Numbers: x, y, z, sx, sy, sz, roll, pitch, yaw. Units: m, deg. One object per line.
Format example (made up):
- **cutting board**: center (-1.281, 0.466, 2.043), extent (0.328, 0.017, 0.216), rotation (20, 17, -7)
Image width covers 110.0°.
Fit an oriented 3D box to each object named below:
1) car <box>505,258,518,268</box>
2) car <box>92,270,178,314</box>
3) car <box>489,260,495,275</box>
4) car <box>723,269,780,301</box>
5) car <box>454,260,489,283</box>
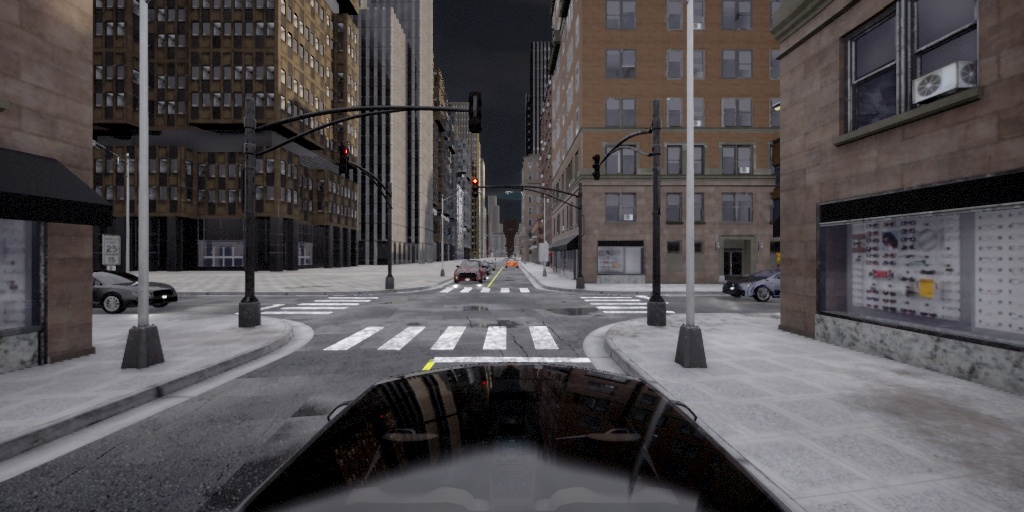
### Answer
- **car**: center (-0.040, 1.115, 60.481), extent (2.097, 1.767, 4.553), rotation (0, 0, 0)
- **car**: center (-15.263, 1.262, 13.226), extent (4.892, 1.490, 1.837), rotation (0, 0, -1)
- **car**: center (-3.184, 1.307, 38.056), extent (2.033, 1.411, 5.357), rotation (0, 0, 0)
- **car**: center (12.215, 1.317, 16.672), extent (4.181, 1.385, 1.994), rotation (0, 0, -1)
- **car**: center (-3.165, 1.109, 27.798), extent (2.097, 1.767, 4.553), rotation (0, 0, 0)
